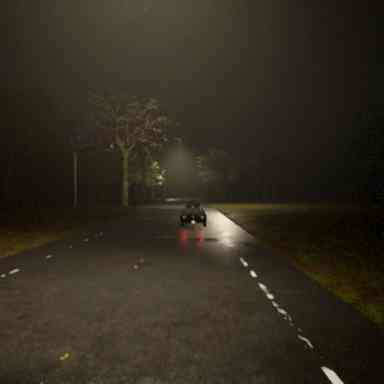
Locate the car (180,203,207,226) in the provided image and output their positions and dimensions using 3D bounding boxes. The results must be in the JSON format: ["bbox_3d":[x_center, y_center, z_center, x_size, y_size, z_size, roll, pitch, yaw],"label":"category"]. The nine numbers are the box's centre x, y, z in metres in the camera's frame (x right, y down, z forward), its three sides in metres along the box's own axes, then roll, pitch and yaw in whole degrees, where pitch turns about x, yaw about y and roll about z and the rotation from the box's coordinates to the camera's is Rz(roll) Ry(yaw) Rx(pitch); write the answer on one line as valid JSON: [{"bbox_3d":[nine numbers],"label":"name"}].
[{"bbox_3d":[0.098,1.776,25.092,1.895,1.301,4.718,0,0,0],"label":"car"}]

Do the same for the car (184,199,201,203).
[{"bbox_3d":[0.095,1.666,42.462,1.837,1.490,4.892,0,1,0],"label":"car"}]
